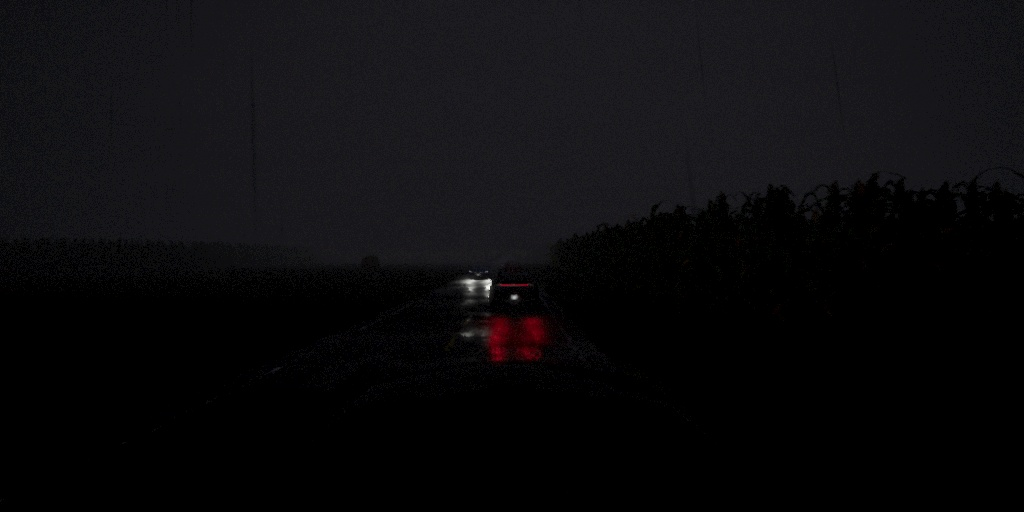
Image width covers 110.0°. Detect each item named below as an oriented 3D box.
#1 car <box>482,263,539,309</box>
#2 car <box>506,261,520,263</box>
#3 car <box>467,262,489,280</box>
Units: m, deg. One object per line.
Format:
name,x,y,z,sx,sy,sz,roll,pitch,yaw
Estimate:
car,0.093,1.239,15.077,2.128,1.511,4.902,0,0,0
car,0.097,1.193,35.826,1.882,1.535,5.008,0,0,0
car,-2.749,1.250,31.491,1.812,1.442,4.674,0,0,0
